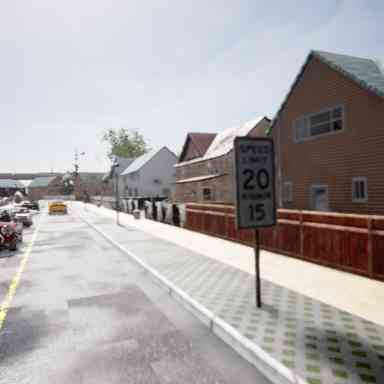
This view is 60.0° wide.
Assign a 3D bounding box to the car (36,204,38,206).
[{"bbox_3d":[-18.525,1.607,38.241,1.895,1.301,4.718,-2,0,-23],"label":"car"}]

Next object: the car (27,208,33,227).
[{"bbox_3d":[-12.677,1.819,24.099,1.895,1.301,4.718,-2,0,-23],"label":"car"}]

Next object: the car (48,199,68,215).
[{"bbox_3d":[-15.295,1.679,37.943,1.882,1.535,5.008,-2,0,-23],"label":"car"}]

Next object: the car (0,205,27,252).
[{"bbox_3d":[-8.528,1.513,14.195,2.097,1.767,4.553,-2,0,-23],"label":"car"}]

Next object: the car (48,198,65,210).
[{"bbox_3d":[-19.698,1.750,48.393,2.128,1.511,4.902,-2,0,-23],"label":"car"}]
